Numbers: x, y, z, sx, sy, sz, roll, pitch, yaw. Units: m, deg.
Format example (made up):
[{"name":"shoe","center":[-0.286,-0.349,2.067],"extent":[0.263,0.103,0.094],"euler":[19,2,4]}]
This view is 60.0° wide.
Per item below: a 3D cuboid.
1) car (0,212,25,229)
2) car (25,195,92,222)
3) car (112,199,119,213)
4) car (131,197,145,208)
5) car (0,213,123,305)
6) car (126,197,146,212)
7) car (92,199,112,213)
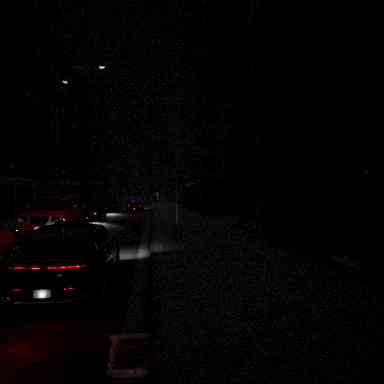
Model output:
[{"name":"car","center":[-5.584,1.323,7.124],"extent":[2.097,1.767,4.553],"euler":[0,0,-8]},{"name":"car","center":[-6.786,1.182,16.678],"extent":[2.150,2.045,5.566],"euler":[0,0,-7]},{"name":"car","center":[-9.226,1.485,36.883],"extent":[2.033,1.411,5.357],"euler":[0,0,-7]},{"name":"car","center":[-7.841,1.475,48.648],"extent":[1.812,1.442,4.674],"euler":[0,0,-7]},{"name":"car","center":[-2.861,1.491,8.093],"extent":[1.837,1.490,4.892],"euler":[0,0,-7]},{"name":"car","center":[-6.554,1.554,38.542],"extent":[1.895,1.301,4.718],"euler":[0,0,-6]},{"name":"car","center":[-8.033,1.496,26.854],"extent":[2.033,1.411,5.357],"euler":[0,0,-7]}]
